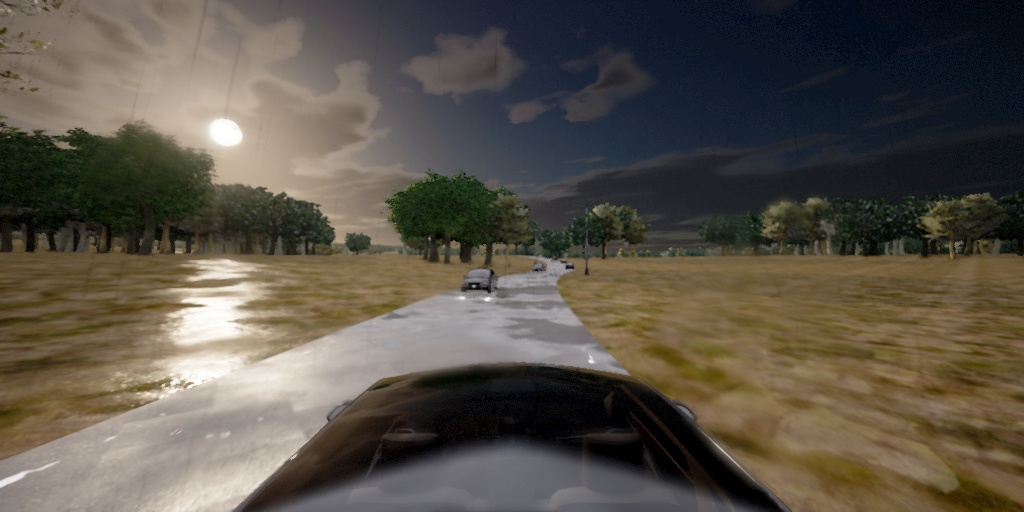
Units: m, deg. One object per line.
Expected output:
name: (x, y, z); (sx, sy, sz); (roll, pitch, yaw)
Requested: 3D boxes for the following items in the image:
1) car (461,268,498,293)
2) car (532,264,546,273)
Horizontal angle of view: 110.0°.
car: (-2.019, 1.556, 23.429); (1.837, 1.490, 4.892); (0, -1, 5)
car: (4.776, 2.126, 63.172); (1.837, 1.490, 4.892); (0, -1, 15)
